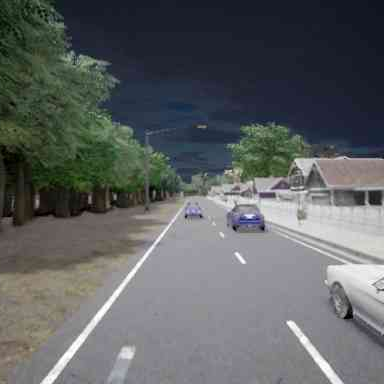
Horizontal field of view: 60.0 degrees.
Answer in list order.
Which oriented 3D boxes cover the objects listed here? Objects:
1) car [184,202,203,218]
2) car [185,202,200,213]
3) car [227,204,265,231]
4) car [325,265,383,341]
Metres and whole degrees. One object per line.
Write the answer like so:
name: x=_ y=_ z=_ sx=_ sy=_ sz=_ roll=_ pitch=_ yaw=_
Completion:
car: x=0.126 y=1.938 z=34.398 sx=2.033 sy=1.411 sz=5.357 roll=0 pitch=0 yaw=0
car: x=0.106 y=2.036 z=45.033 sx=1.994 sy=1.385 sz=4.181 roll=0 pitch=0 yaw=0
car: x=3.618 y=1.635 z=23.027 sx=2.097 sy=1.767 sz=4.553 roll=0 pitch=-1 yaw=0
car: x=3.603 y=1.662 z=4.593 sx=1.895 sy=1.301 sz=4.718 roll=0 pitch=-1 yaw=0
